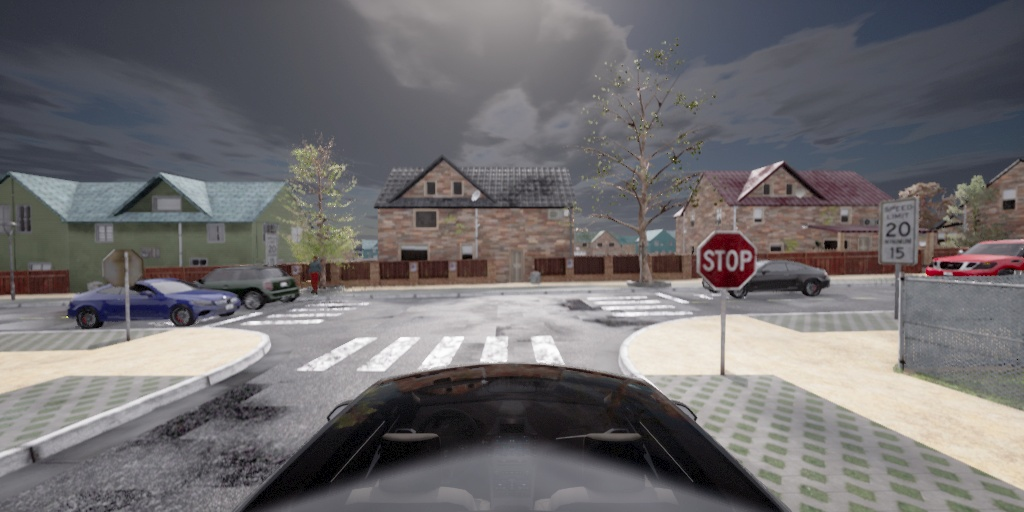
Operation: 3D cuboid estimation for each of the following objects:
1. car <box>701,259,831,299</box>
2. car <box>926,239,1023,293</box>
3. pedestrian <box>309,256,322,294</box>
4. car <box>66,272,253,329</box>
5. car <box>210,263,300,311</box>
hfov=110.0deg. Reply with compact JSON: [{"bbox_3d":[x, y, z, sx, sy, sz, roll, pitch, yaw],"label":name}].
[{"bbox_3d":[10.323,0.875,14.723,4.674,1.442,1.812,-1,1,0],"label":"car"},{"bbox_3d":[20.658,0.329,14.751,5.566,2.045,2.150,-1,1,-1],"label":"car"},{"bbox_3d":[-9.674,0.900,17.566,0.375,1.860,0.375,0,3,0],"label":"pedestrian"},{"bbox_3d":[-11.554,1.456,11.709,4.674,1.442,1.812,-1,1,0],"label":"car"},{"bbox_3d":[-11.324,1.214,14.604,4.553,1.767,2.097,-1,1,4],"label":"car"}]
